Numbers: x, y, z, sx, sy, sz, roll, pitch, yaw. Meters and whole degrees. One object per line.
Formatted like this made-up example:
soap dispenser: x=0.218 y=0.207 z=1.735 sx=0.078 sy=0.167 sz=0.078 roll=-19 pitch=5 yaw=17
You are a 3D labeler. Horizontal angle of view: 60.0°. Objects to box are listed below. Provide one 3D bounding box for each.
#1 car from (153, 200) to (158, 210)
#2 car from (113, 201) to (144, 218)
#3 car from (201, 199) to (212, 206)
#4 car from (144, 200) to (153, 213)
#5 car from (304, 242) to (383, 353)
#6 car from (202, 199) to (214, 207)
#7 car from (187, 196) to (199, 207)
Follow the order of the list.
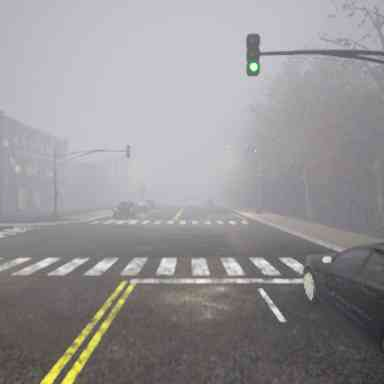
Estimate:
car: x=-6.549 y=2.036 z=53.141 sx=1.837 sy=1.490 sz=4.892 roll=0 pitch=-1 yaw=0
car: x=-6.577 y=1.693 z=33.916 sx=2.097 sy=1.767 sz=4.553 roll=0 pitch=-1 yaw=0
car: x=3.300 y=2.280 z=76.002 sx=2.128 sy=1.511 sz=4.902 roll=0 pitch=-1 yaw=0
car: x=-6.570 y=2.033 z=43.071 sx=1.895 sy=1.301 sz=4.718 roll=0 pitch=-1 yaw=0
car: x=3.356 y=1.533 z=5.307 sx=1.882 sy=1.535 sz=5.008 roll=0 pitch=0 yaw=0
car: x=3.395 y=2.160 z=65.814 sx=1.837 sy=1.490 sz=4.892 roll=0 pitch=-1 yaw=0
car: x=0.142 y=1.874 z=65.485 sx=2.150 sy=2.045 sz=5.566 roll=0 pitch=-1 yaw=0
